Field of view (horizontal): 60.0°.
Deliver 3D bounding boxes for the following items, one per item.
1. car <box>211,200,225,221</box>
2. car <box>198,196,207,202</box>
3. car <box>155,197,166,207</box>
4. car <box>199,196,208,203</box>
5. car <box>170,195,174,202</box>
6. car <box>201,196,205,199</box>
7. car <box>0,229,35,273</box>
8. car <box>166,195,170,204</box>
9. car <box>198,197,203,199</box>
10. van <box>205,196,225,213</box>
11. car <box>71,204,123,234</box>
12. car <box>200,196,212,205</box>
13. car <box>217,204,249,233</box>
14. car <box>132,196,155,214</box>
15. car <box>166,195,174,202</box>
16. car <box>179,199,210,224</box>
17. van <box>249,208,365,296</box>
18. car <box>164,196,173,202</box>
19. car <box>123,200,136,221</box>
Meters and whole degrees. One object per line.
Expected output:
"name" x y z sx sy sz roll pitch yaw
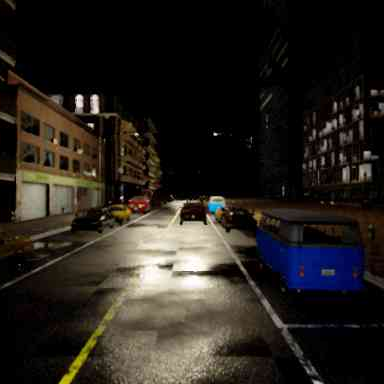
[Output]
"car" 2.688 1.573 25.305 1.752 1.417 4.829 1 0 0
"car" 2.657 1.727 86.402 2.008 1.369 4.403 1 0 0
"car" -5.706 1.648 52.981 1.887 1.381 4.507 1 0 0
"car" 2.663 1.696 75.263 1.887 1.381 4.507 1 0 0
"car" -5.717 1.696 75.260 1.887 1.381 4.507 1 0 0
"car" 2.674 1.630 53.154 1.752 1.417 4.829 1 0 0
"car" -5.683 1.541 8.254 1.752 1.417 4.829 1 0 0
"car" -5.712 1.709 64.120 1.802 1.307 4.206 1 0 0
"car" 0.078 1.686 44.224 1.895 1.301 4.718 0 0 0
"van" 2.686 1.410 36.276 1.690 1.788 3.998 1 0 0
"car" -5.689 1.587 19.562 2.008 1.369 4.403 1 0 0
"car" 2.670 1.568 64.124 1.967 1.590 4.097 1 0 0
"car" 2.691 1.619 19.565 1.802 1.307 4.206 1 0 0
"car" -5.694 1.384 36.272 2.192 1.841 5.009 1 0 0
"car" -5.721 1.616 86.399 1.967 1.590 4.097 1 0 0
"car" 0.087 1.524 24.940 1.882 1.535 5.008 0 0 0
"van" 2.700 1.357 8.427 1.690 1.788 3.998 1 0 0
"car" -5.720 1.729 80.830 1.947 1.339 4.313 1 0 0
"car" -5.692 1.572 24.963 1.752 1.417 4.829 1 0 0
